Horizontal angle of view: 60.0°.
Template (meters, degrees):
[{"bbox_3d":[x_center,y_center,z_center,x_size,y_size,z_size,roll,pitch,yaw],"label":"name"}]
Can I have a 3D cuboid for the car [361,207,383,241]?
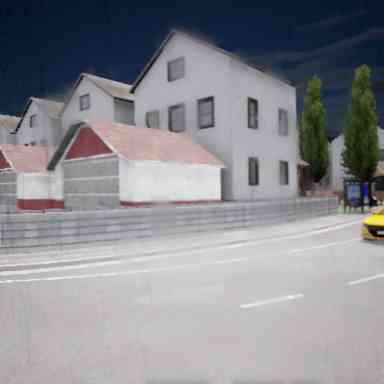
[{"bbox_3d":[8.917,1.209,13.952,5.008,1.535,1.882,-1,0,-40],"label":"car"}]
